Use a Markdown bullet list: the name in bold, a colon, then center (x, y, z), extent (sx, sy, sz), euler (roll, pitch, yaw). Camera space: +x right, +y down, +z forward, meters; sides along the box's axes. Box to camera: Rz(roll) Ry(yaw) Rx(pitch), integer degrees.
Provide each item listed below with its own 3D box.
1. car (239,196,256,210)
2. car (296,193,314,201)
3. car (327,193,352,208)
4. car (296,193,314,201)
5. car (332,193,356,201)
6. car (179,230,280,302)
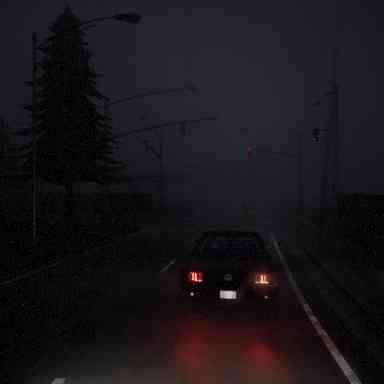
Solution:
- **car**: center (7.178, 1.352, 43.256), extent (2.097, 1.767, 4.553), euler (0, 0, 10)
- **car**: center (27.234, 1.077, 79.971), extent (3.866, 1.878, 1.905), euler (0, 0, 10)
- **car**: center (20.190, 1.330, 43.050), extent (5.027, 1.636, 2.152), euler (0, 0, 10)
- **car**: center (26.057, 1.361, 76.802), extent (3.806, 1.475, 1.970), euler (0, 0, 10)
- **car**: center (34.416, 1.097, 75.374), extent (4.605, 1.855, 1.932), euler (0, 0, 10)
- **car**: center (0.979, 1.601, 8.313), extent (1.895, 1.301, 4.718), euler (0, 0, 8)
